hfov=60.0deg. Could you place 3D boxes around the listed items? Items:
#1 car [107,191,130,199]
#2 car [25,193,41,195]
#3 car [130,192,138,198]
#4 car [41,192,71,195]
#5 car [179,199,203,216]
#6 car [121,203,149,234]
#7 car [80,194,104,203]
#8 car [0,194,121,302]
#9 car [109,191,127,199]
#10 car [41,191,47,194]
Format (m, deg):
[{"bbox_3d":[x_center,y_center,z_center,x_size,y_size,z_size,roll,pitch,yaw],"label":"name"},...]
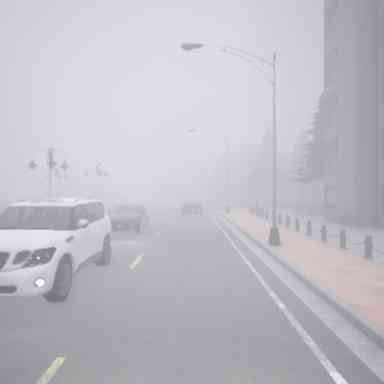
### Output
[{"bbox_3d":[-17.323,0.824,76.662,4.605,1.855,1.932,0,0,0],"label":"car"},{"bbox_3d":[-35.869,1.067,73.032,3.633,1.501,1.845,0,0,0],"label":"car"},{"bbox_3d":[-17.753,0.820,92.361,5.027,1.636,2.152,0,0,0],"label":"car"},{"bbox_3d":[-24.865,1.174,61.051,3.806,1.475,1.970,0,0,0],"label":"car"},{"bbox_3d":[-0.104,1.359,30.537,1.882,1.535,5.008,0,1,-4],"label":"car"},{"bbox_3d":[-3.601,1.406,18.959,1.882,1.535,5.008,0,0,0],"label":"car"},{"bbox_3d":[-17.441,1.172,58.079,3.633,1.501,1.845,0,0,0],"label":"car"},{"bbox_3d":[-3.613,1.190,8.522,2.150,2.045,5.566,0,0,1],"label":"car"},{"bbox_3d":[-17.739,0.792,79.567,3.866,1.878,1.905,0,0,0],"label":"car"},{"bbox_3d":[-35.838,1.007,83.025,4.514,1.523,2.007,0,0,0],"label":"car"}]
